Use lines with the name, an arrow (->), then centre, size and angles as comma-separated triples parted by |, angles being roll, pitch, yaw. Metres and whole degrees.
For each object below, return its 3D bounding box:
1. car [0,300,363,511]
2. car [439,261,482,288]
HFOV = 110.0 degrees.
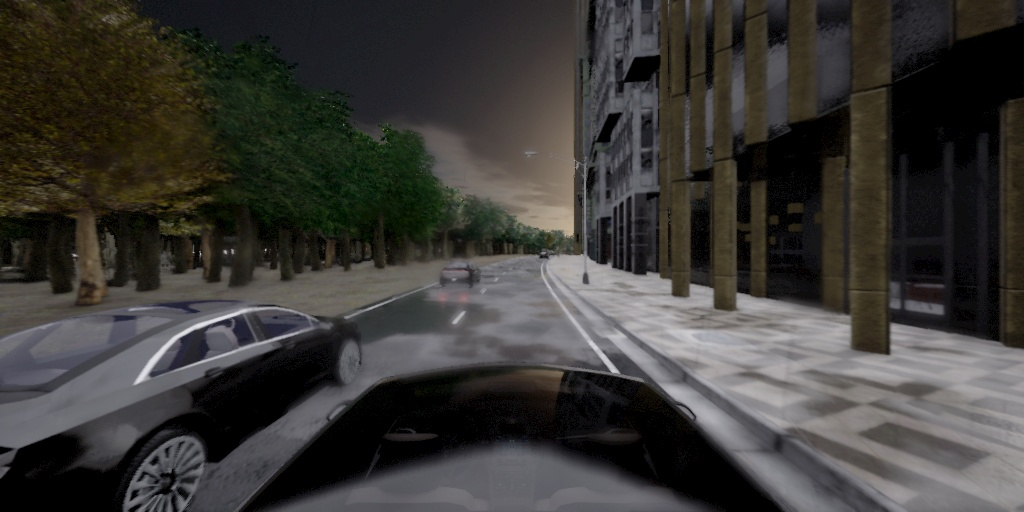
car -> -3.363, 1.232, 3.977 | 2.128, 1.511, 4.902 | 0, 0, 0
car -> -2.956, 1.011, 21.290 | 2.128, 1.511, 4.902 | 0, 1, 2
